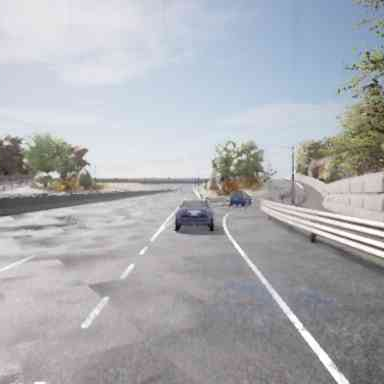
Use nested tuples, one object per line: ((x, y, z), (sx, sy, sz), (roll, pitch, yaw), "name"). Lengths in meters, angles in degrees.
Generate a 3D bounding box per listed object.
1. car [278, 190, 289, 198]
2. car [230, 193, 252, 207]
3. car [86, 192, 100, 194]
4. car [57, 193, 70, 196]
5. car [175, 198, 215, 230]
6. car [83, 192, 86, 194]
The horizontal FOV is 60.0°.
((22.861, 0.934, 84.217), (1.837, 1.490, 4.892), (0, 3, 20), "car")
((7.263, 1.148, 49.355), (2.150, 2.045, 5.566), (0, -1, 24), "car")
((-20.980, 0.748, 72.675), (1.837, 1.490, 4.892), (0, 1, 0), "car")
((-27.980, 0.801, 72.677), (1.994, 1.385, 4.181), (0, 1, 0), "car")
((0.260, 1.146, 19.519), (2.097, 1.767, 4.553), (0, 1, 4), "car")
((-27.976, 0.646, 88.926), (1.994, 1.385, 4.181), (0, 1, 0), "car")
